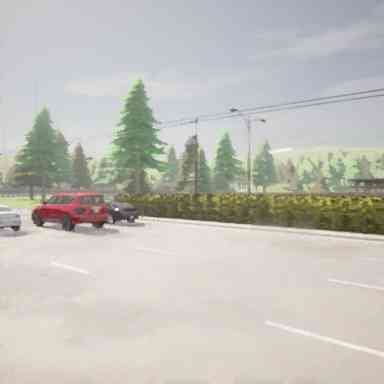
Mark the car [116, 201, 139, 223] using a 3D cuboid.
[{"bbox_3d":[-5.722,1.351,22.775,4.892,1.490,1.837,0,0,39],"label":"car"}]

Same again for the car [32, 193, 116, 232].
[{"bbox_3d":[-7.185,1.081,19.452,5.566,2.045,2.150,0,0,39],"label":"car"}]

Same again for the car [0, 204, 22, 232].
[{"bbox_3d":[-10.909,1.379,17.956,4.674,1.442,1.812,0,0,39],"label":"car"}]
